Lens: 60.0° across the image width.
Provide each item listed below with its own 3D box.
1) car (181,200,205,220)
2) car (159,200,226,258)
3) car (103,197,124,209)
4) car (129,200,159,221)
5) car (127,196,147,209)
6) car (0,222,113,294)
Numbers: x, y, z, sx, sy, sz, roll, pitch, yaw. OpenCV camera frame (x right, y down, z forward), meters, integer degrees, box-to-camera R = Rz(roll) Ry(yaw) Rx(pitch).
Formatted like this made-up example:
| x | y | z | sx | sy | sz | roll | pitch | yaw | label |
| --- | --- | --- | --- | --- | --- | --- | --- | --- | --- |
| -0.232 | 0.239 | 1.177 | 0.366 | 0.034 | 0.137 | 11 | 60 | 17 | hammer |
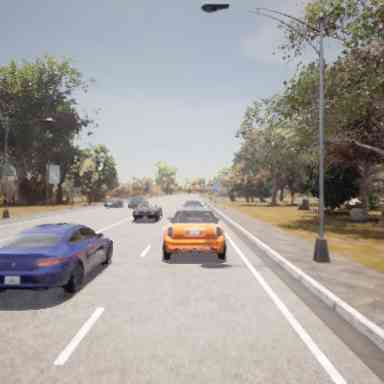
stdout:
| x | y | z | sx | sy | sz | roll | pitch | yaw | label |
| --- | --- | --- | --- | --- | --- | --- | --- | --- | --- |
| 0.097 | 1.458 | 28.360 | 1.837 | 1.490 | 4.892 | 0 | 0 | 0 | car |
| 0.089 | 1.336 | 12.790 | 2.097 | 1.767 | 4.553 | 0 | 0 | 0 | car |
| -10.563 | 1.412 | 44.999 | 2.128 | 1.511 | 4.902 | 0 | 0 | 0 | car |
| -3.409 | 1.558 | 26.414 | 1.895 | 1.301 | 4.718 | 0 | 0 | 0 | car |
| -7.069 | 1.274 | 43.637 | 2.097 | 1.767 | 4.553 | 0 | 0 | 0 | car |
| -3.430 | 1.518 | 8.684 | 1.812 | 1.442 | 4.674 | 0 | 0 | 0 | car |
